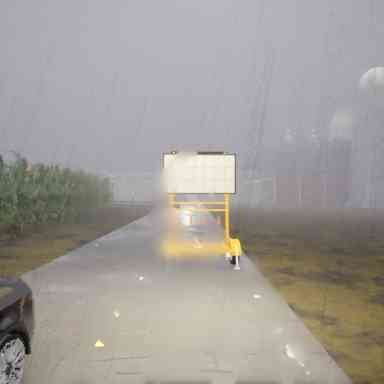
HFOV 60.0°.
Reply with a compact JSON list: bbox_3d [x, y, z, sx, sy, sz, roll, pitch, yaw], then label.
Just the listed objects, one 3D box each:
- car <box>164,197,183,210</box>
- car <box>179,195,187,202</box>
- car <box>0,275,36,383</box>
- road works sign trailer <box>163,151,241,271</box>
[{"bbox_3d":[-2.669,1.733,45.457,1.994,1.385,4.181,0,0,0],"label":"car"},{"bbox_3d":[-2.416,1.652,84.015,2.150,2.045,5.566,0,-1,0],"label":"car"},{"bbox_3d":[-2.841,1.491,2.149,2.128,1.511,4.902,0,0,0],"label":"car"},{"bbox_3d":[0.233,0.471,11.020,2.380,3.560,2.880,0,0,-4],"label":"road works sign trailer"}]
